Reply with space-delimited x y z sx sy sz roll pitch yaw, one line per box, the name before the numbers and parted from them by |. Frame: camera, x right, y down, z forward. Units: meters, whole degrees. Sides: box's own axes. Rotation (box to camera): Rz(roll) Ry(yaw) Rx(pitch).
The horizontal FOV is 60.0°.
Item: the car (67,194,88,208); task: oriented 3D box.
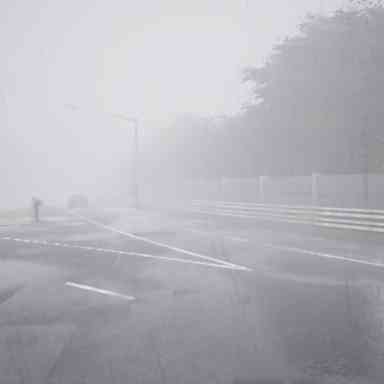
car | -14.325 1.027 41.522 2.097 1.767 4.553 0 0 -25
